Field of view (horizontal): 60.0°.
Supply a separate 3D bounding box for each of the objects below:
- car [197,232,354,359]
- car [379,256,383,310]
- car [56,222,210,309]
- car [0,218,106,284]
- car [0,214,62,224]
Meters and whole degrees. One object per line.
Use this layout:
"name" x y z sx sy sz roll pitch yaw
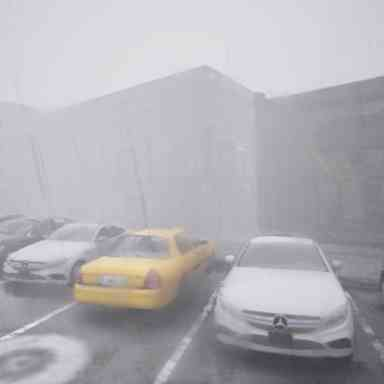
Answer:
"car" 1.676 1.540 6.257 2.002 1.452 4.674 0 -1 15
"car" 4.073 1.472 4.567 2.231 1.521 4.892 0 -1 15
"car" -0.678 1.529 8.130 1.946 1.575 5.366 -1 -1 15
"car" -3.114 1.598 9.646 2.002 1.452 4.674 0 -1 15
"car" -5.502 1.588 11.346 2.231 1.521 4.892 0 -1 15
